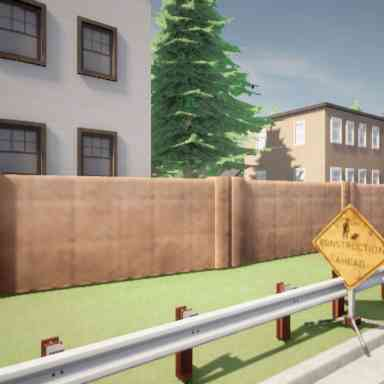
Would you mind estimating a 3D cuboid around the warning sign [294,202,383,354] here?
[{"bbox_3d":[2.418,1.112,5.041,1.060,1.860,1.300,0,0,-35],"label":"warning sign"}]
